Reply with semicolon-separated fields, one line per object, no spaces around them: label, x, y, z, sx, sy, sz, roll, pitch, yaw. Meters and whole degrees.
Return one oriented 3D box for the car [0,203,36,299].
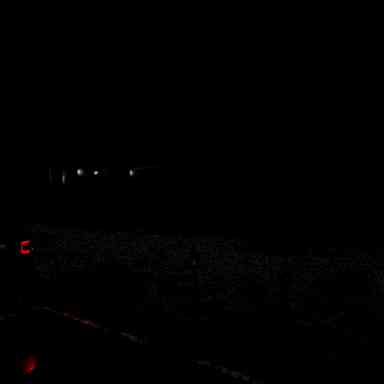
car;-5.673;1.219;7.212;5.566;2.045;2.150;0;0;35
